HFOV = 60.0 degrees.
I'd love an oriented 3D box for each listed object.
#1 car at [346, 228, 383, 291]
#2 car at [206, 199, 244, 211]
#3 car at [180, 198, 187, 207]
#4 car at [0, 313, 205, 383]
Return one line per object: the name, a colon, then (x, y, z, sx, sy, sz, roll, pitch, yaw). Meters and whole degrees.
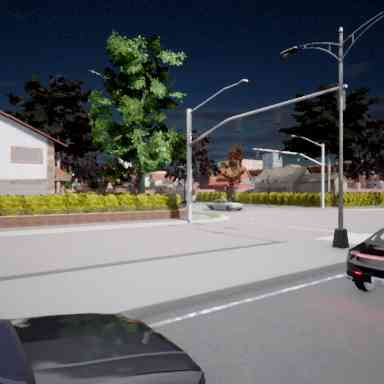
car: (5.524, 1.471, 7.671, 4.902, 1.511, 2.128, 0, 0, -35)
car: (3.780, 1.497, 38.442, 1.895, 1.301, 4.718, 0, 0, -36)
car: (-2.103, 1.475, 46.613, 1.895, 1.301, 4.718, 0, 0, -36)
car: (-2.418, 1.543, 2.021, 5.357, 1.411, 2.033, 0, 0, -36)
